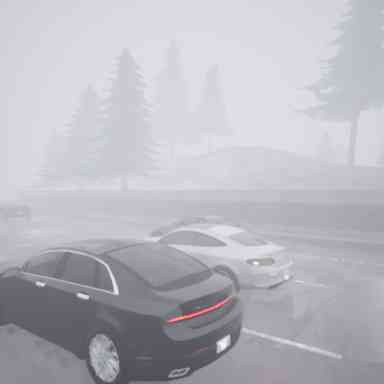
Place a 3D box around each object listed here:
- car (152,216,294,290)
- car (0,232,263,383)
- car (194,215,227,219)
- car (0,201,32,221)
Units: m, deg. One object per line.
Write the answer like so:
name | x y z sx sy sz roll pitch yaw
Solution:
car | 0.164 1.532 8.411 4.674 1.442 1.812 0 0 38
car | -1.561 1.502 5.328 4.892 1.490 1.837 0 0 37
car | 0.315 1.573 12.775 4.181 1.385 1.994 0 0 39
car | -14.582 1.432 26.921 1.882 1.535 5.008 0 0 -42
